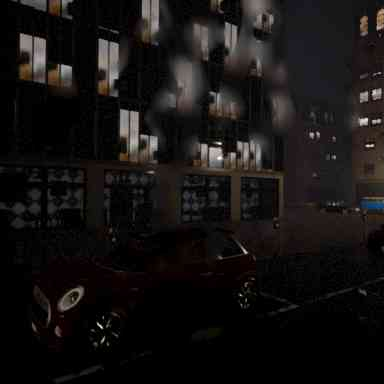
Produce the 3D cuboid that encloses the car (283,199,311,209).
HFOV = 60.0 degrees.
[{"bbox_3d":[15.654,1.785,48.834,1.752,1.417,4.829,0,-1,-35],"label":"car"}]

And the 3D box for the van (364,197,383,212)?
[{"bbox_3d":[22.087,1.523,39.583,1.690,1.788,3.998,0,-1,-35],"label":"van"}]

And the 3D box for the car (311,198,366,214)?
[{"bbox_3d":[15.202,1.618,34.801,2.008,1.369,4.403,0,-1,-35],"label":"car"}]

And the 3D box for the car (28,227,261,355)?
[{"bbox_3d":[-0.703,1.441,6.045,4.097,1.590,1.967,0,1,-36],"label":"car"}]

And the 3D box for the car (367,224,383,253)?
[{"bbox_3d":[8.370,1.567,12.524,4.313,1.339,1.947,0,1,-36],"label":"car"}]
